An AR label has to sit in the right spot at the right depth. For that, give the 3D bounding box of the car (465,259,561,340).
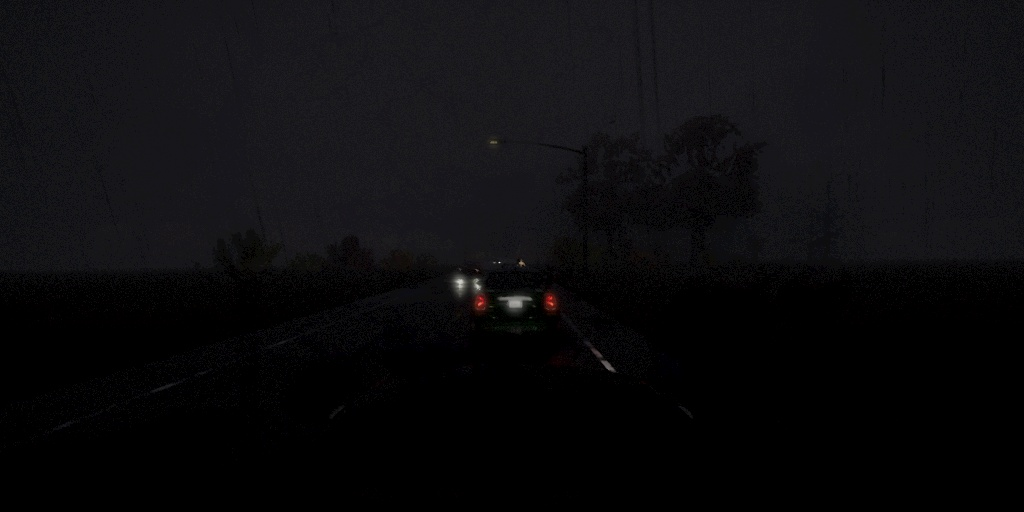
[{"bbox_3d":[0.078,1.088,10.059,2.097,1.767,4.553,0,0,0],"label":"car"}]

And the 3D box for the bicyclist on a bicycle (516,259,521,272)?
[{"bbox_3d":[0.806,1.134,43.756,0.582,1.620,1.656,0,0,0],"label":"bicyclist on a bicycle"}]

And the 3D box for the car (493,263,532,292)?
[{"bbox_3d":[0.040,1.209,21.918,2.128,1.511,4.902,0,0,0],"label":"car"}]

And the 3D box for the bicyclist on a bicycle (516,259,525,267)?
[{"bbox_3d":[0.857,1.135,33.101,0.866,1.612,1.509,0,0,0],"label":"bicyclist on a bicycle"}]

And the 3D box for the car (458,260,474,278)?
[{"bbox_3d":[-3.699,1.176,32.833,1.882,1.535,5.008,0,0,0],"label":"car"}]
